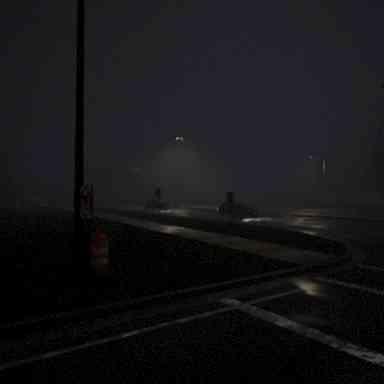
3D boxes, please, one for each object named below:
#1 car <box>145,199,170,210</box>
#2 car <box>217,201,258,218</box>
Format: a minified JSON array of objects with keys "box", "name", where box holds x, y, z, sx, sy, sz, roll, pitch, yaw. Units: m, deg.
[{"box":[-4.955,1.729,47.234,2.128,1.511,4.902,1,0,-35],"name":"car"},{"box":[4.532,1.718,33.486,1.837,1.490,4.892,1,1,-35],"name":"car"}]
